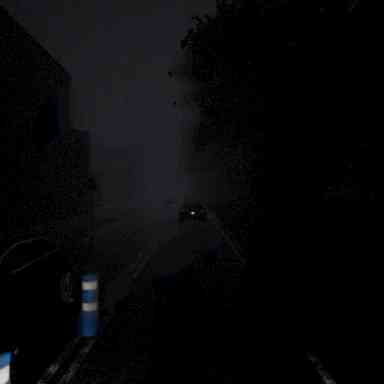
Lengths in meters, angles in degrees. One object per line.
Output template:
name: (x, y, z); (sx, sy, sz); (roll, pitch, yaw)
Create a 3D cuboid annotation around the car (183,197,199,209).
car: (-0.112, 1.367, 42.003); (1.895, 1.301, 4.718); (0, 0, -1)

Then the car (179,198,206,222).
car: (0.042, 1.437, 25.353); (1.994, 1.385, 4.181); (0, 0, 0)

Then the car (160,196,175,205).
car: (-3.588, 1.309, 49.489); (1.994, 1.385, 4.181); (0, 0, -1)

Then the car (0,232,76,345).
car: (-3.355, 1.466, 5.142); (2.128, 1.511, 4.902); (0, 0, 0)
